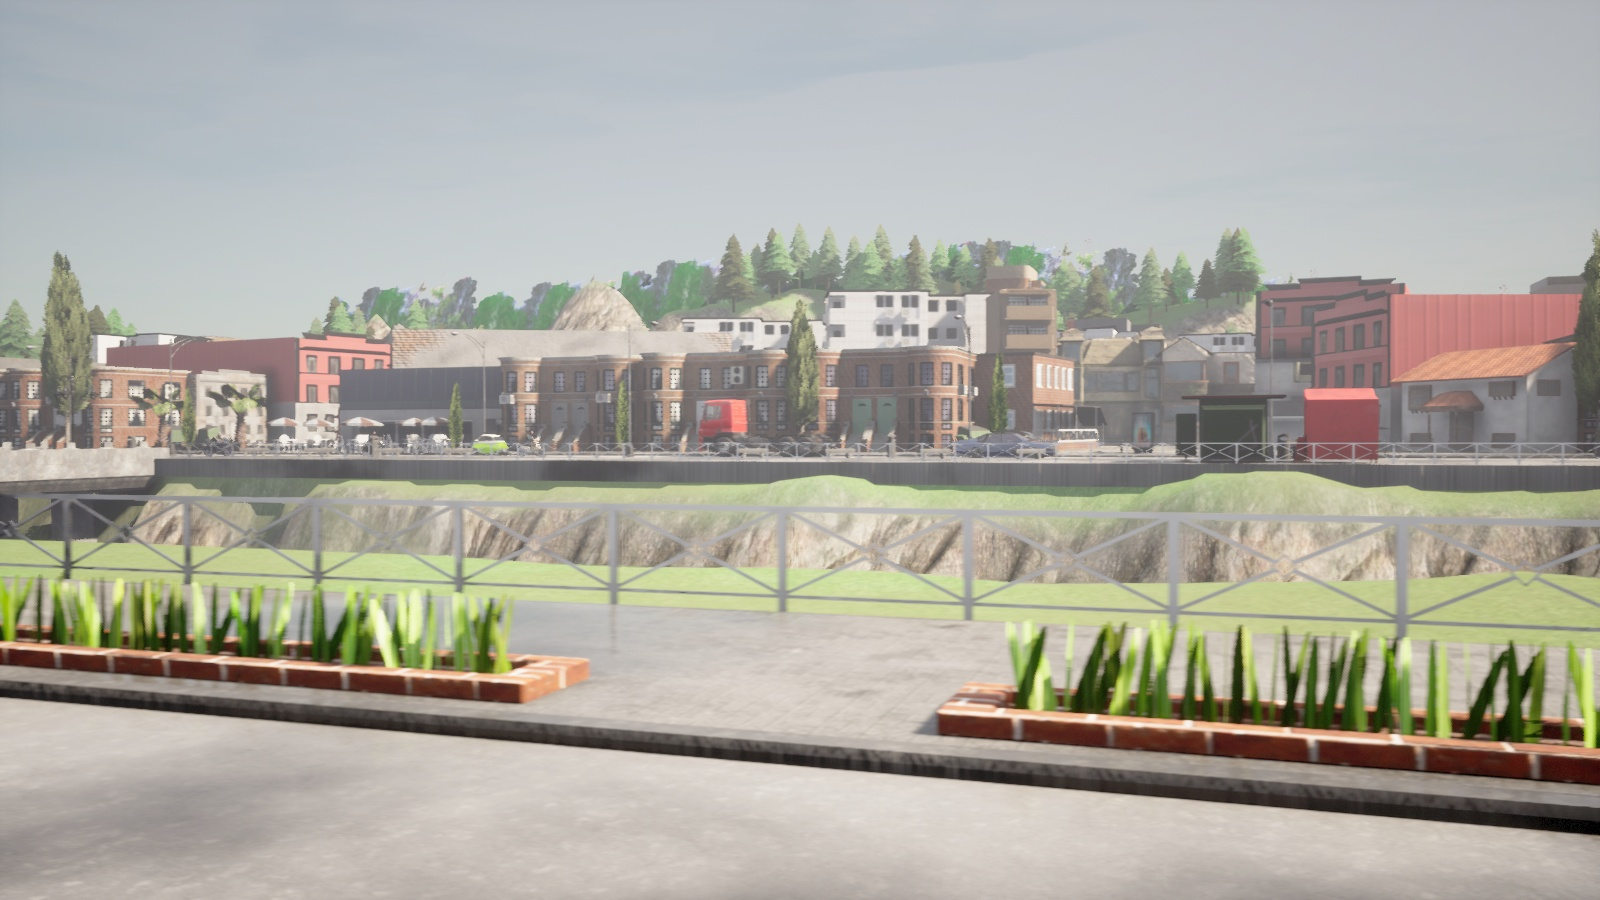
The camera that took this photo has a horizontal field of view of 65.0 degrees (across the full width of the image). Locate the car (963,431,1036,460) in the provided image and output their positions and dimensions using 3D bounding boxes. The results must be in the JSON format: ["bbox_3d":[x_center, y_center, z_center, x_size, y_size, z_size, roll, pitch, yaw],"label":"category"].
[{"bbox_3d":[11.007,-0.264,69.327,3.705,1.549,1.789,1,1,19],"label":"car"}]

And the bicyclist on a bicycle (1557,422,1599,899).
[{"bbox_3d":[2.713,0.745,2.807,1.656,1.620,0.582,0,1,19],"label":"bicyclist on a bicycle"}]

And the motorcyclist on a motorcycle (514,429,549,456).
[{"bbox_3d":[-15.843,-0.467,74.131,1.817,1.590,0.866,1,1,19],"label":"motorcyclist on a motorcycle"}]

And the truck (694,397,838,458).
[{"bbox_3d":[-1.995,-1.343,73.683,7.936,3.462,2.891,1,1,19],"label":"truck"}]

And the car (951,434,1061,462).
[{"bbox_3d":[10.713,-0.130,65.209,5.357,1.411,2.033,1,1,19],"label":"car"}]

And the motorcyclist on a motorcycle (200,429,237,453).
[{"bbox_3d":[-37.731,-0.585,81.486,2.191,1.530,0.866,1,1,19],"label":"motorcyclist on a motorcycle"}]

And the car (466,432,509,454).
[{"bbox_3d":[-19.846,-0.469,79.696,2.207,1.376,1.481,1,1,19],"label":"car"}]
